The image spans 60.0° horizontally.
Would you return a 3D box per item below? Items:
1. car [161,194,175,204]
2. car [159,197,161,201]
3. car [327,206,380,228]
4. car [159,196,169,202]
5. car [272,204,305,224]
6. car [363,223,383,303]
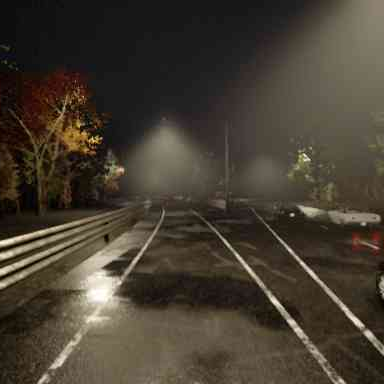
[{"bbox_3d":[-4.695,1.478,68.384,2.150,2.045,5.566,0,0,-8],"label":"car"},{"bbox_3d":[-5.750,1.761,75.654,1.882,1.535,5.008,0,0,-9],"label":"car"},{"bbox_3d":[10.343,1.590,21.696,1.895,1.301,4.718,0,0,8],"label":"car"},{"bbox_3d":[-7.162,1.717,84.410,1.994,1.385,4.181,0,0,-10],"label":"car"},{"bbox_3d":[7.304,1.582,25.364,1.994,1.385,4.181,0,0,8],"label":"car"},{"bbox_3d":[4.504,1.492,4.940,1.837,1.490,4.892,0,0,7],"label":"car"}]
